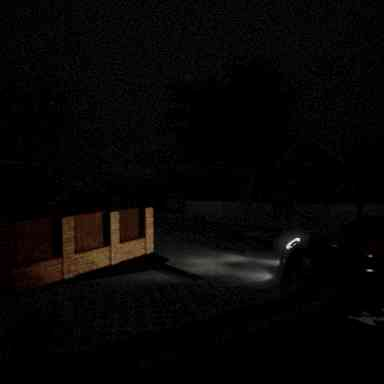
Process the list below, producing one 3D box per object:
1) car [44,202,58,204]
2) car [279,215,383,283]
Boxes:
[{"bbox_3d":[-19.671,2.094,46.843,1.882,1.535,5.008,1,-2,-42],"label":"car"},{"bbox_3d":[4.483,1.317,7.982,4.553,1.767,2.097,0,-4,25],"label":"car"}]
